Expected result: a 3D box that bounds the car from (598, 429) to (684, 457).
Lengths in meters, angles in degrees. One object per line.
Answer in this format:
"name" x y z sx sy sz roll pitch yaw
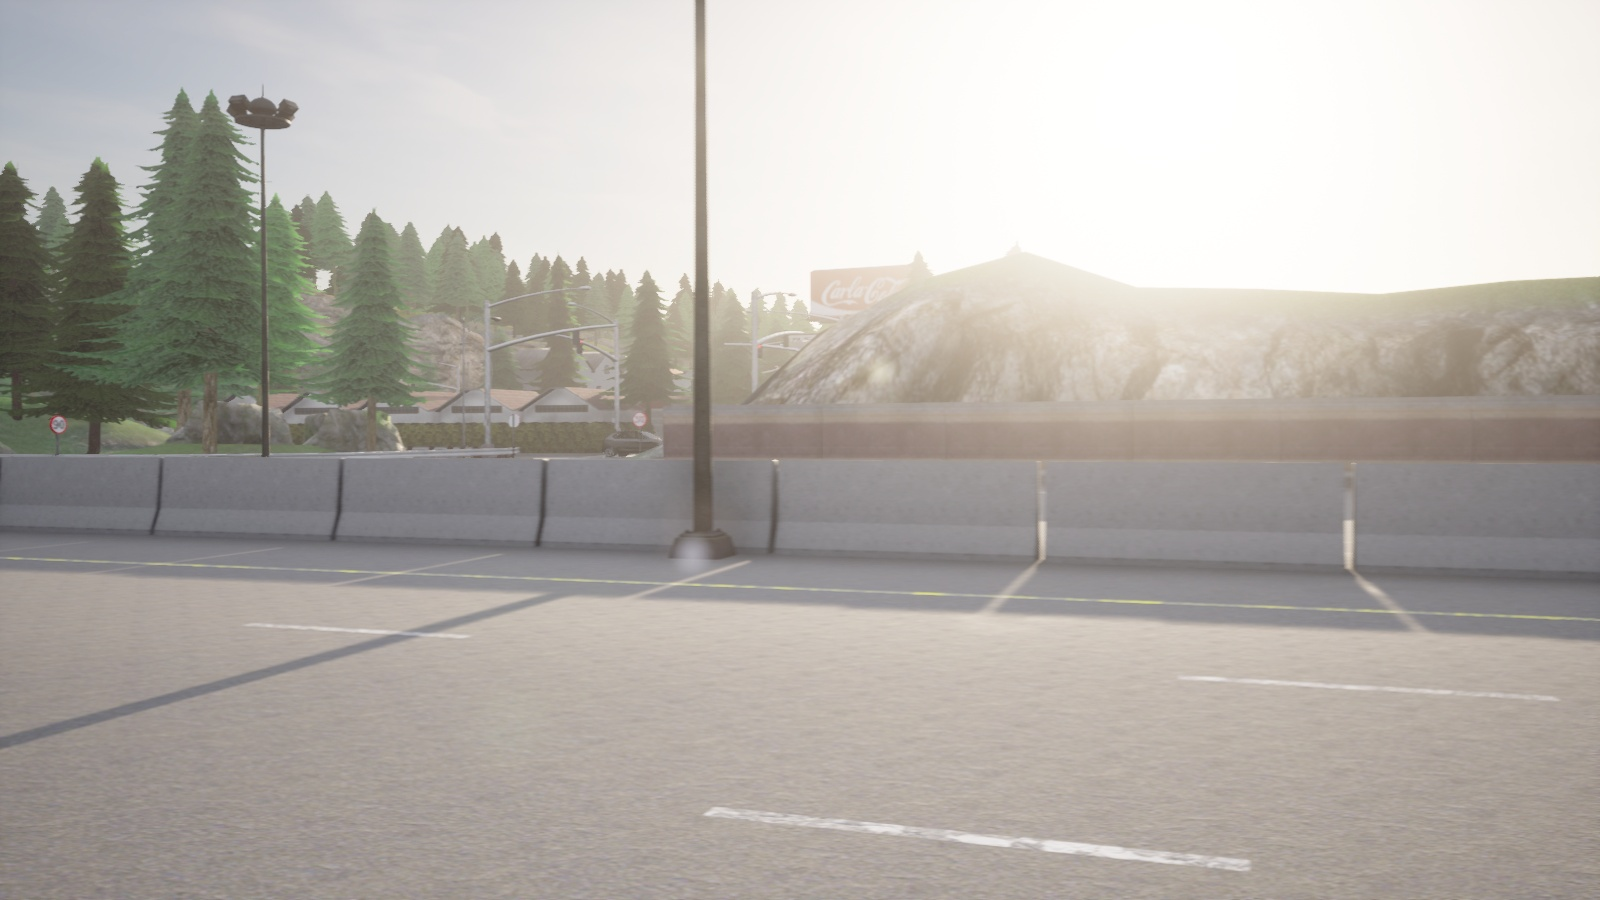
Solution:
"car" -8.526 -0.387 67.390 4.193 1.474 1.816 1 1 19
